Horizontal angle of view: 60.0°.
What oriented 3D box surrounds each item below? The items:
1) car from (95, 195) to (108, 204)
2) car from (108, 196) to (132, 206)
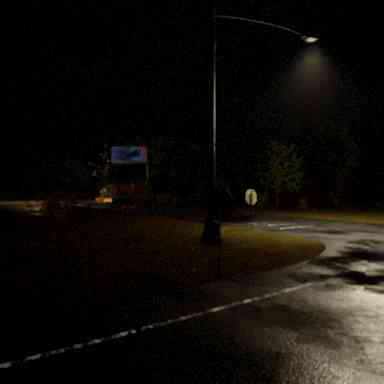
[{"bbox_3d":[-16.232,1.359,61.004,1.882,1.535,5.008,0,0,-34],"label":"car"},{"bbox_3d":[-11.431,1.375,53.905,1.882,1.535,5.008,0,0,-33],"label":"car"}]
